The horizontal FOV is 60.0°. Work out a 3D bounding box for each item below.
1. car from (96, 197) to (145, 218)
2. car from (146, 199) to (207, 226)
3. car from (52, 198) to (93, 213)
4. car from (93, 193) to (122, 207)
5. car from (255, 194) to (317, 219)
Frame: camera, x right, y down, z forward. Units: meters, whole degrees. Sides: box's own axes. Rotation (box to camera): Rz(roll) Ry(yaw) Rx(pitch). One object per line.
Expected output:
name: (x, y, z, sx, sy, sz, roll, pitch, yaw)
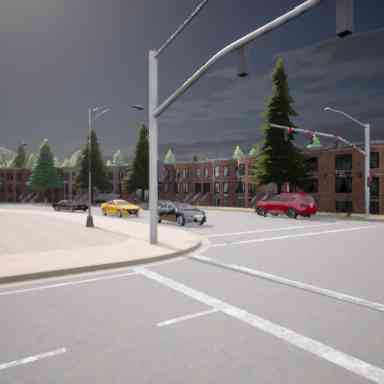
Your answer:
car: (-6.709, 1.478, 30.916, 1.882, 1.535, 5.008, 0, 0, -40)
car: (-0.957, 1.492, 23.353, 2.128, 1.511, 4.902, 0, 0, -36)
car: (-13.880, 1.601, 37.979, 4.718, 1.301, 1.895, 0, 0, 37)
car: (-12.852, 1.221, 50.084, 5.566, 2.045, 2.150, 0, 0, 30)
car: (8.121, 1.221, 29.139, 2.150, 2.045, 5.566, 0, 0, -36)
